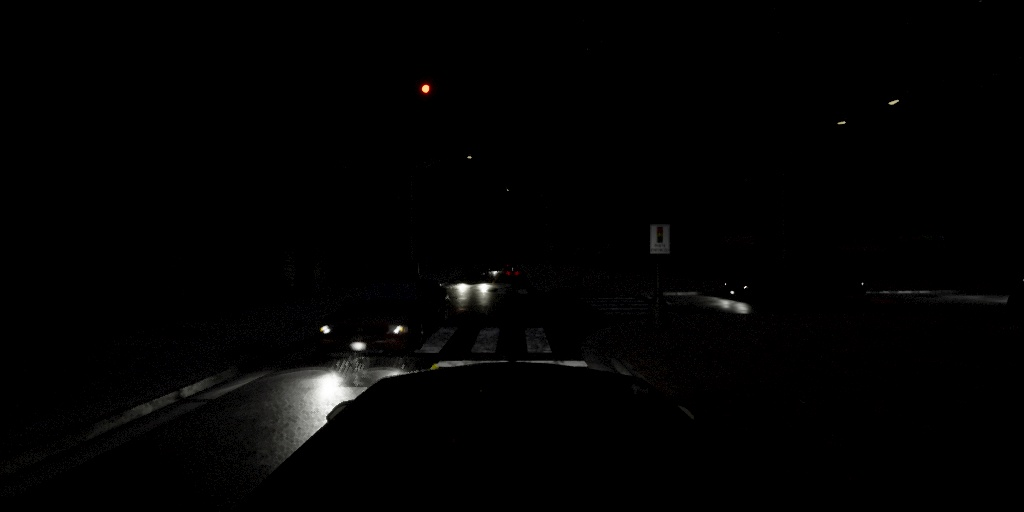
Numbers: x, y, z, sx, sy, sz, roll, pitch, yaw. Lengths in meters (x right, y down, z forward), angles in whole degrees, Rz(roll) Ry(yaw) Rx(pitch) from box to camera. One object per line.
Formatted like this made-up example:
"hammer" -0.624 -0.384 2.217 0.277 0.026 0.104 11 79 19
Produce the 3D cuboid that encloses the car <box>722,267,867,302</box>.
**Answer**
"car" 12.451 1.218 15.951 5.357 1.411 2.033 0 0 0

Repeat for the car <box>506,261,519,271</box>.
"car" 0.071 1.373 50.284 1.895 1.301 4.718 0 0 0

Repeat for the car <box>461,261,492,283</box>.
"car" -2.865 1.231 28.381 1.882 1.535 5.008 0 0 0

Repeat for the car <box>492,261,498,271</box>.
"car" -2.872 1.317 48.418 2.033 1.411 5.357 0 0 0

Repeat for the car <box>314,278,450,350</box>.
"car" -2.852 1.297 9.330 2.033 1.411 5.357 0 0 0
